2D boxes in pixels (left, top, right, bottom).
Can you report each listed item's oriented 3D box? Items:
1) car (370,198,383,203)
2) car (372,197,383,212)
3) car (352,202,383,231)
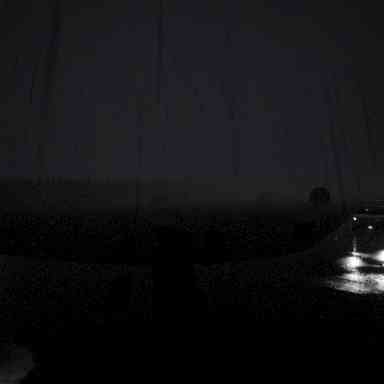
[{"bbox_3d":[15.563,1.395,27.759,1.812,1.442,4.674,1,1,32],"label":"car"},{"bbox_3d":[20.905,1.363,36.398,1.812,1.442,4.674,1,1,32],"label":"car"},{"bbox_3d":[10.349,1.507,19.081,1.895,1.301,4.718,1,1,31],"label":"car"}]
